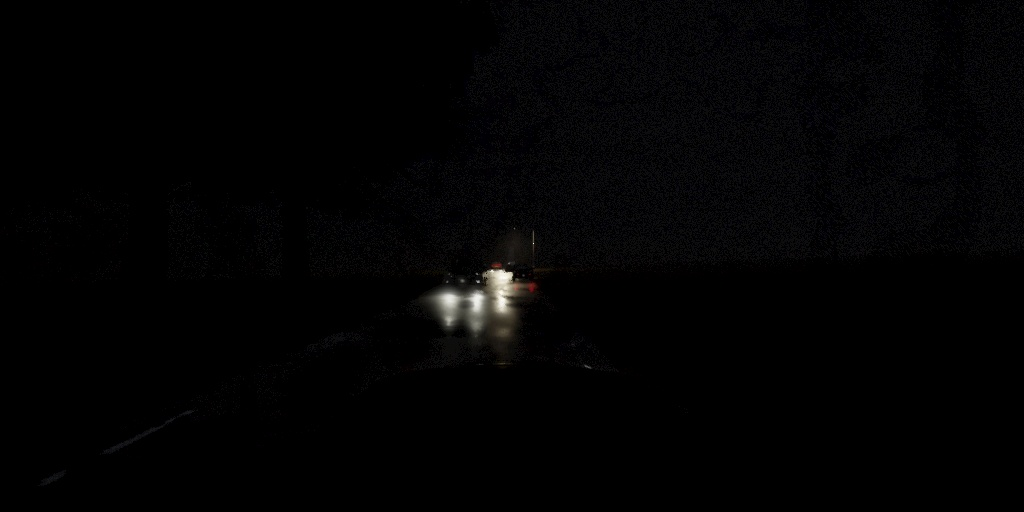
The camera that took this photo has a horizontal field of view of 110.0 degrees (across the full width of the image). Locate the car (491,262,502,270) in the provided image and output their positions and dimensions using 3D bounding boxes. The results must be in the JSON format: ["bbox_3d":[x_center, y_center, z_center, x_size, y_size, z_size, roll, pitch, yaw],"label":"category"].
[{"bbox_3d":[-2.760,1.824,64.882,1.812,1.442,4.674,0,-1,1],"label":"car"}]

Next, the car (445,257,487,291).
[{"bbox_3d":[-2.846,1.078,23.391,2.150,2.045,5.566,0,0,0],"label":"car"}]

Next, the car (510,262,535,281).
[{"bbox_3d":[0.966,1.454,31.954,1.812,1.442,4.674,0,0,0],"label":"car"}]

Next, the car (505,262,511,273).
[{"bbox_3d":[0.012,1.691,51.592,1.994,1.385,4.181,0,-1,0],"label":"car"}]
